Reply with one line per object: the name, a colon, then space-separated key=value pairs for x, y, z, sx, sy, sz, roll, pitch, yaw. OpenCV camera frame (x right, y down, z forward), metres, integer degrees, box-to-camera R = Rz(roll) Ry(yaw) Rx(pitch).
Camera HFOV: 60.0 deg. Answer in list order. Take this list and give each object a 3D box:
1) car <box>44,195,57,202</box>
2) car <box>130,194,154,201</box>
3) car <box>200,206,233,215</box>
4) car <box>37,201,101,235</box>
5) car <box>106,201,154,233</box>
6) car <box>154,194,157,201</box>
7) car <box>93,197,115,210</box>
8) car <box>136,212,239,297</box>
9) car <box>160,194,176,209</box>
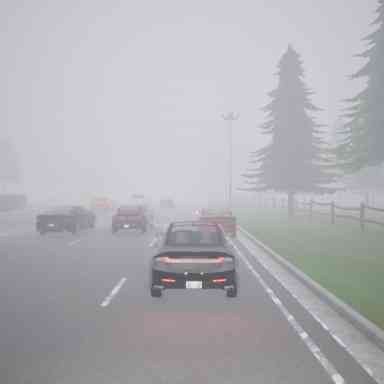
car: x=-31.326 y=1.514 z=73.605 sx=2.128 sy=1.511 sz=4.902 roll=0 pitch=0 yaw=-38
car: x=-6.899 y=1.214 z=44.511 sx=2.150 sy=2.045 sz=5.566 roll=0 pitch=0 yaw=0
car: x=1.225 y=1.475 z=17.871 sx=1.882 sy=1.535 sz=5.008 roll=0 pitch=0 yaw=0
car: x=-6.898 y=1.475 z=18.789 sx=1.882 sy=1.535 sz=5.008 roll=0 pitch=0 yaw=0
car: x=-3.399 y=1.501 z=19.657 sx=1.837 sy=1.490 sz=4.892 roll=0 pitch=0 yaw=0
car: x=-10.499 y=1.464 z=86.647 sx=1.882 sy=1.535 sz=5.008 roll=0 pitch=0 yaw=0
car: x=-10.399 y=1.346 z=39.011 sx=2.097 sy=1.767 sz=4.553 roll=0 pitch=0 yaw=0
car: x=0.052 y=1.490 z=8.529 sx=2.128 sy=1.511 sz=4.902 roll=0 pitch=0 yaw=0
car: x=-3.399 y=1.470 z=46.529 sx=1.882 sy=1.535 sz=5.008 roll=0 pitch=0 yaw=0
